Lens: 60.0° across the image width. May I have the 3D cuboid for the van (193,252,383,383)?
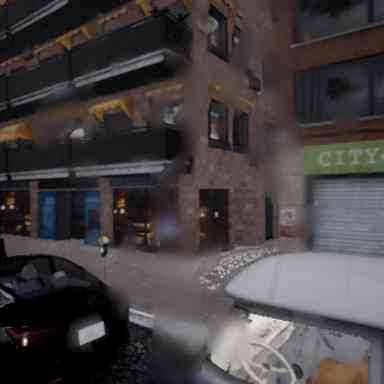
[{"bbox_3d":[1.800,1.336,1.589,3.998,1.788,1.690,0,0,36],"label":"van"}]

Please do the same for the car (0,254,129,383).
[{"bbox_3d":[-2.794,1.600,4.875,4.313,1.339,1.947,0,0,36],"label":"car"}]
